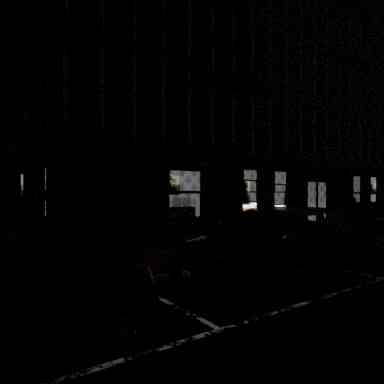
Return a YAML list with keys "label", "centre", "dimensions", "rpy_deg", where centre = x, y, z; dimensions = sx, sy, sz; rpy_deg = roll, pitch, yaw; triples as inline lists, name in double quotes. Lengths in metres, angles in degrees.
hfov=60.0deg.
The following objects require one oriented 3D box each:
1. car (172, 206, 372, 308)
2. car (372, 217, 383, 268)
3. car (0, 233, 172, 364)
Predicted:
- label: "car"
  centre: [1.937, 1.314, 8.105]
  dimensions: [5.009, 1.841, 2.192]
  rpy_deg: [0, 0, -35]
- label: "car"
  centre: [6.468, 1.561, 11.329]
  dimensions: [4.313, 1.339, 1.947]
  rpy_deg: [0, 0, -35]
- label: "car"
  centre: [-2.594, 1.440, 4.884]
  dimensions: [4.097, 1.590, 1.967]
  rpy_deg: [0, 0, -35]
